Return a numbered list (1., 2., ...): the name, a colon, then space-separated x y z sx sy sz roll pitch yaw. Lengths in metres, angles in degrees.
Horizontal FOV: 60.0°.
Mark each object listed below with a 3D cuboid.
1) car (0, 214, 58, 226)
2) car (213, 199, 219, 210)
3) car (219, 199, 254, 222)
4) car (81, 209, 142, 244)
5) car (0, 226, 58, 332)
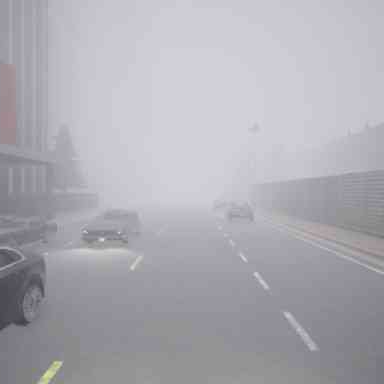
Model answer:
1. car: -7.028 1.580 12.874 1.895 1.301 4.718 0 0 0
2. car: 3.554 1.531 40.547 1.895 1.301 4.718 0 0 0
3. car: 3.561 1.447 25.837 2.128 1.511 4.902 0 0 0
4. car: -3.590 1.521 15.958 2.033 1.411 5.357 0 0 0
5. car: -3.600 1.486 4.256 2.128 1.511 4.902 0 0 0
